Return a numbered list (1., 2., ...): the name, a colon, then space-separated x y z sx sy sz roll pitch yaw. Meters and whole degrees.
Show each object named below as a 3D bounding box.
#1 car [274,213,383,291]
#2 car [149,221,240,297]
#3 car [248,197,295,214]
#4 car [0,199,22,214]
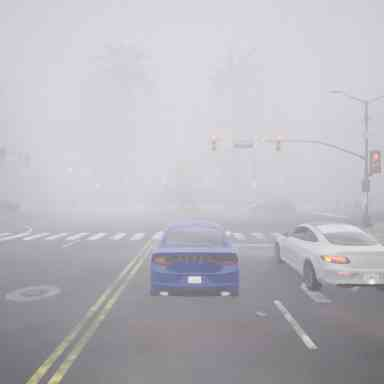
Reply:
1. car: 3.563 1.526 8.901 1.812 1.442 4.674 0 0 0
2. car: 0.062 1.478 8.650 1.882 1.535 5.008 0 0 0
3. car: 8.120 1.352 34.137 4.553 1.767 2.097 0 0 0
4. car: -20.083 1.505 34.152 4.892 1.490 1.837 0 0 0
